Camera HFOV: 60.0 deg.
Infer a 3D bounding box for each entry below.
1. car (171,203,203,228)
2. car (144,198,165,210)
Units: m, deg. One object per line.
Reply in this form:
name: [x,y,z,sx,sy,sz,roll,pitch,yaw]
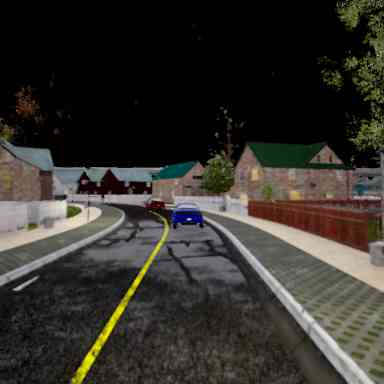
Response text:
car: [-0.384,1.484,22.409,1.882,1.535,5.008,0,0,-5]
car: [-4.818,1.476,42.231,1.882,1.535,5.008,0,0,-19]
